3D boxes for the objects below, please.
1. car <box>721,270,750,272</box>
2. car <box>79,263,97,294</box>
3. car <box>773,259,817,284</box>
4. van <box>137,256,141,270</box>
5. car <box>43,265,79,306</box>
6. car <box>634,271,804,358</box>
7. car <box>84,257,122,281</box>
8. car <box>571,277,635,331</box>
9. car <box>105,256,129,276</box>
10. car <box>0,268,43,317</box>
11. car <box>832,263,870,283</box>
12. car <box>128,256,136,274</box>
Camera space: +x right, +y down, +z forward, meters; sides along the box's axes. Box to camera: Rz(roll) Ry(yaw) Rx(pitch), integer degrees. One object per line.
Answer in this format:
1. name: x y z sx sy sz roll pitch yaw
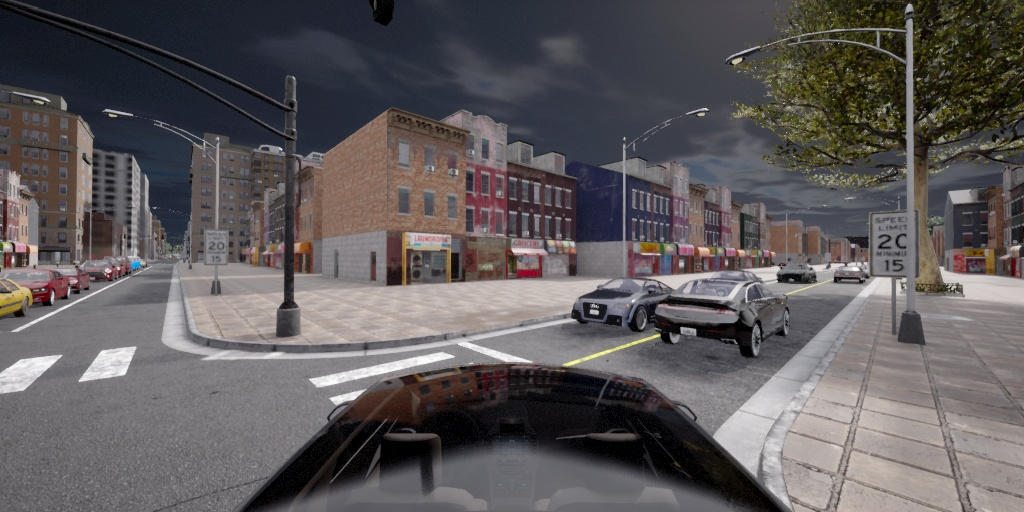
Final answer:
1. car: 11.193 1.418 18.166 5.357 1.411 2.033 0 0 -43
2. car: -22.951 1.211 18.248 1.802 1.307 4.207 0 0 -43
3. car: 23.743 1.332 29.853 4.553 1.767 2.097 0 0 -43
4. van: -45.957 0.914 42.780 1.690 1.789 3.998 0 0 -43
5. car: -19.117 1.189 14.159 1.888 1.381 4.507 0 0 -43
6. car: 5.234 1.283 8.695 4.902 1.511 2.128 1 -1 -43
7. car: -30.620 1.046 26.425 1.967 1.591 4.097 0 0 -43
8. car: 3.709 1.368 11.170 4.181 1.385 1.994 1 -1 -43
9. car: -34.454 1.037 30.514 1.967 1.591 4.097 0 0 -43
10. car: -15.167 1.184 9.947 1.751 1.417 4.829 0 0 -43
11. car: 29.308 1.551 31.117 5.357 1.411 2.033 1 -1 -43
12. car: -38.288 0.903 34.603 2.192 1.841 5.009 0 0 -43
